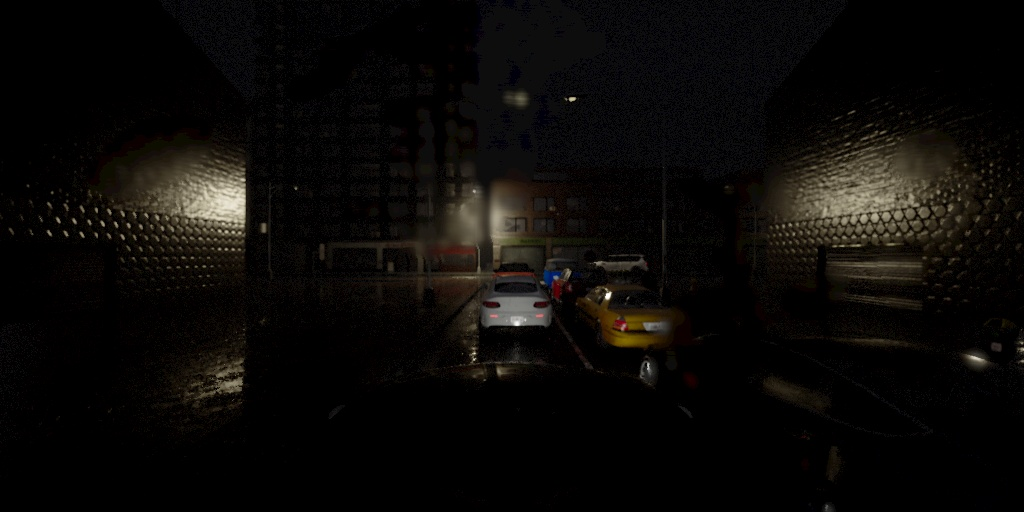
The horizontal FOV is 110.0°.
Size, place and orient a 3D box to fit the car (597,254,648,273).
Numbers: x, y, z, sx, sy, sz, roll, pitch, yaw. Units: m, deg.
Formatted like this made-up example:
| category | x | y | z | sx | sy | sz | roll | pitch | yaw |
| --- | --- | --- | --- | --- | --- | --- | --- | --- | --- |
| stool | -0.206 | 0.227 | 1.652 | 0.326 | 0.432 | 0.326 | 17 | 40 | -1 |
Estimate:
| category | x | y | z | sx | sy | sz | roll | pitch | yaw |
| --- | --- | --- | --- | --- | --- | --- | --- | --- | --- |
| car | 9.593 | 0.884 | 33.061 | 5.566 | 2.045 | 2.150 | 0 | 0 | 0 |

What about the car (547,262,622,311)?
| category | x | y | z | sx | sy | sz | roll | pitch | yaw |
| --- | --- | --- | --- | --- | --- | --- | --- | --- | --- |
| car | 2.657 | 1.159 | 14.198 | 1.967 | 1.591 | 4.097 | 0 | 0 | 0 |

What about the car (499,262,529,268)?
| category | x | y | z | sx | sy | sz | roll | pitch | yaw |
| --- | --- | --- | --- | --- | --- | --- | --- | --- | --- |
| car | 0.103 | 1.062 | 18.292 | 2.097 | 1.767 | 4.553 | 0 | 0 | 0 |

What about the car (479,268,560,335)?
| category | x | y | z | sx | sy | sz | roll | pitch | yaw |
| --- | --- | --- | --- | --- | --- | --- | --- | --- | --- |
| car | 0.076 | 1.254 | 10.357 | 1.812 | 1.442 | 4.674 | 0 | 0 | -1 |

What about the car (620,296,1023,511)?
| category | x | y | z | sx | sy | sz | roll | pitch | yaw |
| --- | --- | --- | --- | --- | --- | --- | --- | --- | --- |
| car | 2.639 | 1.311 | 3.250 | 1.948 | 1.339 | 4.313 | 0 | 0 | 0 |

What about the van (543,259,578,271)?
| category | x | y | z | sx | sy | sz | roll | pitch | yaw |
| --- | --- | --- | --- | --- | --- | --- | --- | --- | --- |
| van | 2.666 | 1.048 | 19.672 | 1.690 | 1.789 | 3.998 | 0 | 0 | 0 |

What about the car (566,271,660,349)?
| category | x | y | z | sx | sy | sz | roll | pitch | yaw |
| --- | --- | --- | --- | --- | --- | --- | --- | --- | --- |
| car | 2.649 | 1.257 | 8.894 | 1.751 | 1.417 | 4.829 | 0 | 0 | 0 |
